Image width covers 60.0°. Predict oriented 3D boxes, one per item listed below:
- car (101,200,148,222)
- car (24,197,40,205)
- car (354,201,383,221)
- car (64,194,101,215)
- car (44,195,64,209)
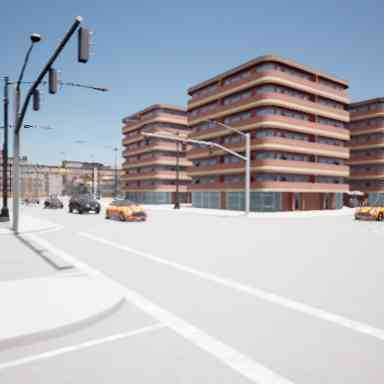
[{"bbox_3d":[-5.501,1.457,27.819,2.097,1.767,4.553,1,0,-36],"label":"car"},{"bbox_3d":[-28.229,1.501,58.769,1.895,1.301,4.718,1,0,-36],"label":"car"},{"bbox_3d":[16.600,1.633,29.952,4.553,1.767,2.097,1,0,-35],"label":"car"},{"bbox_3d":[-11.786,1.325,36.344,2.150,2.045,5.566,1,0,-36],"label":"car"},{"bbox_3d":[-19.329,1.606,46.558,1.837,1.490,4.892,1,0,-36],"label":"car"}]
